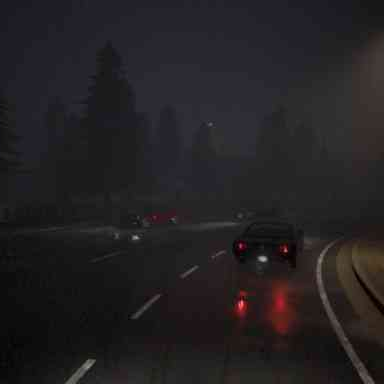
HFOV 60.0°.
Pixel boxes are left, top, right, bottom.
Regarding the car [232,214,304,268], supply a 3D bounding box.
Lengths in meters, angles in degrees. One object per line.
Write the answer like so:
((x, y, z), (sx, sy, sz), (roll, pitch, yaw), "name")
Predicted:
((2.913, 1.681, 11.814), (1.895, 1.301, 4.718), (0, 0, 22), "car")

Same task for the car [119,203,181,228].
((-2.808, 1.570, 23.115), (1.882, 1.535, 5.008), (0, 0, 35), "car")

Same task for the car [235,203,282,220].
((5.571, 1.670, 27.692), (4.902, 1.511, 2.128), (1, -1, -43), "car")
